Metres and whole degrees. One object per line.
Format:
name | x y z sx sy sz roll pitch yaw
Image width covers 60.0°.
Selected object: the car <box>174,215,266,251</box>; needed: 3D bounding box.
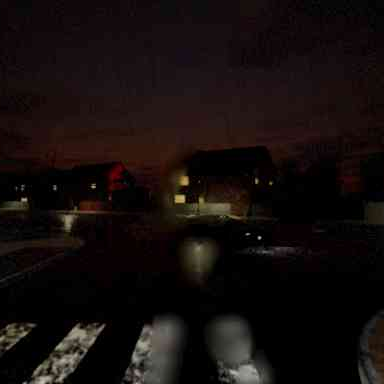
car | 1.209 1.753 15.117 4.181 1.385 1.994 -1 -1 36
